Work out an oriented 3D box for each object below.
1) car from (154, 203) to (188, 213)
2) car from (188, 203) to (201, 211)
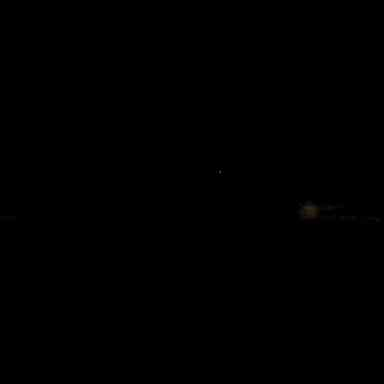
[{"bbox_3d":[-3.420,2.489,50.732,2.033,1.411,5.357,2,-1,35],"label":"car"},{"bbox_3d":[-0.198,2.665,60.075,2.128,1.511,4.902,2,-1,35],"label":"car"}]
